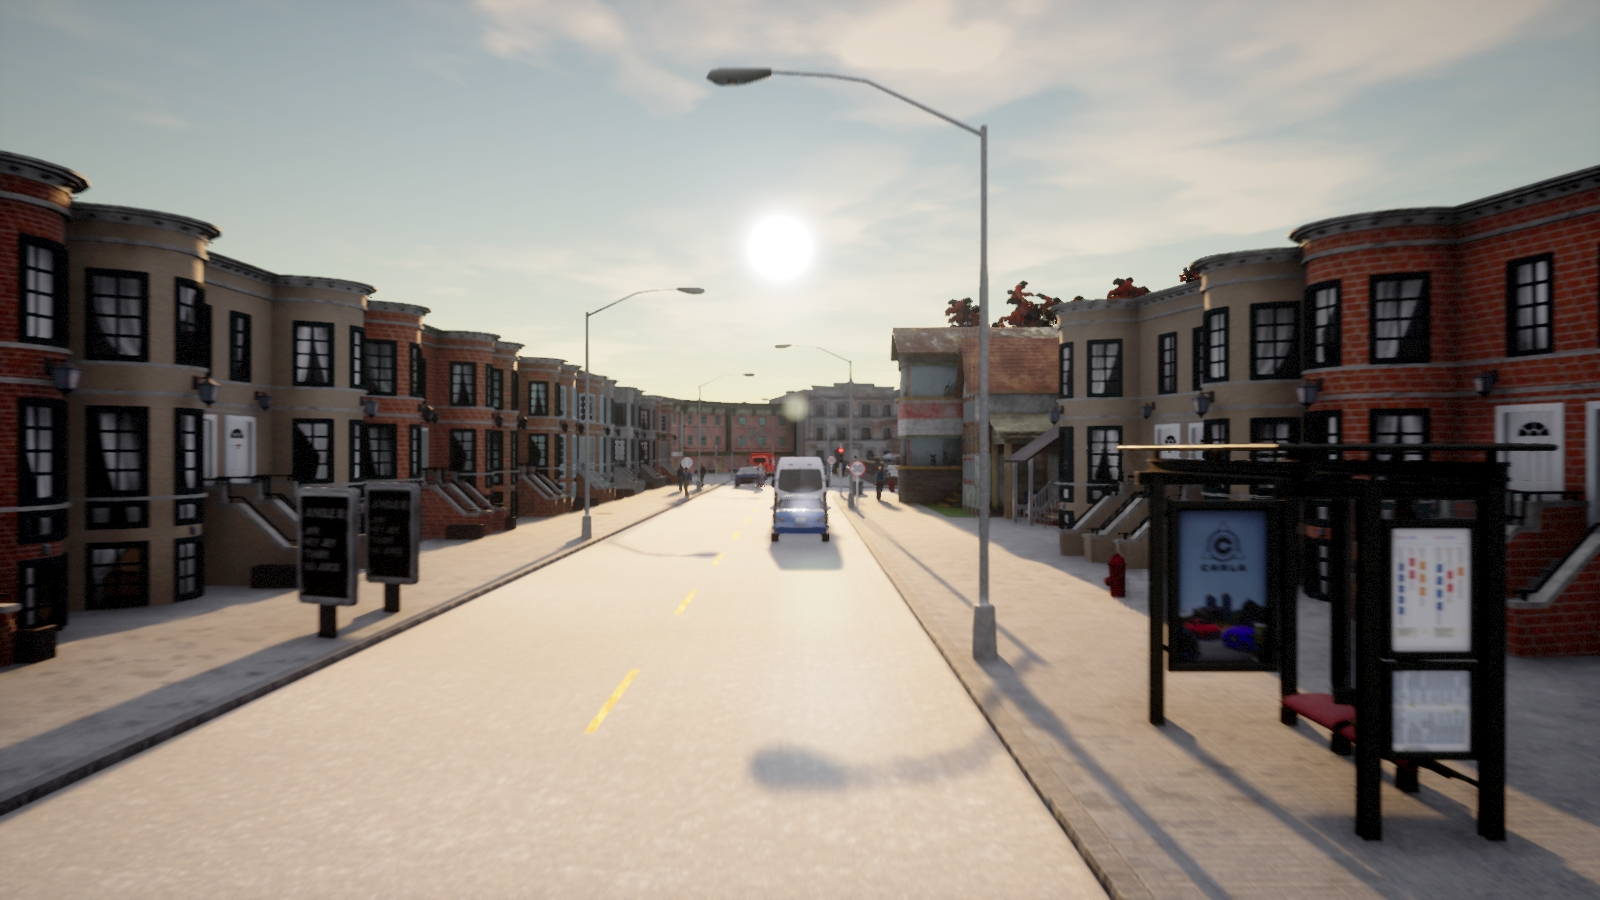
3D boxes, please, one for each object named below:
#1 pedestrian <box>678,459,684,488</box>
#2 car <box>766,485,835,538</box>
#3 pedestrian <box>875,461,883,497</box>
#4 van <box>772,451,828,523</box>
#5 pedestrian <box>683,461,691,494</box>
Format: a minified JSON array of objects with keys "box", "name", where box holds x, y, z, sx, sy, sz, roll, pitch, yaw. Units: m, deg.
[{"box":[-7.694,1.524,73.886,0.375,1.860,0.375,0,0,3],"name":"pedestrian"},{"box":[0.005,1.886,36.279,2.033,1.411,5.357,0,0,0],"name":"car"},{"box":[4.182,1.524,60.270,0.375,1.860,0.375,0,0,0],"name":"pedestrian"},{"box":[0.004,1.314,43.731,1.988,2.561,5.915,0,0,0],"name":"van"},{"box":[-6.349,1.525,64.084,0.375,1.860,0.375,0,0,11],"name":"pedestrian"}]
